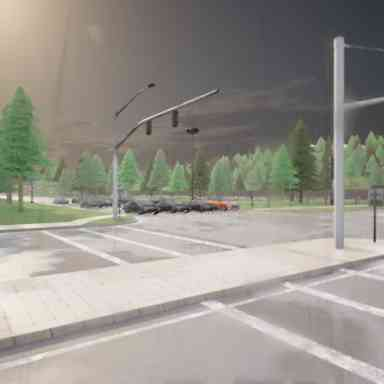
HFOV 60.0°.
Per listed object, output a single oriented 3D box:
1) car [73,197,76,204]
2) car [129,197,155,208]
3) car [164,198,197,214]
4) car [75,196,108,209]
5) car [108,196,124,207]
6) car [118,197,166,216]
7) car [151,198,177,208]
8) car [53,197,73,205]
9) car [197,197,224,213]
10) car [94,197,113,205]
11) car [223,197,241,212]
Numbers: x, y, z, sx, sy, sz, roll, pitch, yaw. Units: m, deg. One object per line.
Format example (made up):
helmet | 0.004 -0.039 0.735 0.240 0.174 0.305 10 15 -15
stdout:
car | -21.109 1.543 62.177 2.033 1.411 5.357 0 0 -34
car | -7.347 1.520 48.536 1.812 1.442 4.674 0 0 -35
car | -2.148 1.543 35.022 2.033 1.411 5.357 0 0 -35
car | -13.797 1.544 45.536 2.033 1.411 5.357 0 0 -35
car | -12.165 1.560 49.313 1.994 1.385 4.181 0 0 -35
car | -5.094 1.544 33.112 2.033 1.411 5.357 0 0 -35
car | -4.302 1.595 50.288 1.895 1.301 4.718 0 0 -35
car | -23.147 1.597 58.950 1.895 1.301 4.718 0 0 -35
car | 0.778 1.542 36.947 2.033 1.411 5.357 0 0 -35
car | -16.429 1.559 61.552 1.994 1.385 4.181 0 0 -35
car | 3.606 1.346 39.010 2.097 1.767 4.553 0 0 -35
